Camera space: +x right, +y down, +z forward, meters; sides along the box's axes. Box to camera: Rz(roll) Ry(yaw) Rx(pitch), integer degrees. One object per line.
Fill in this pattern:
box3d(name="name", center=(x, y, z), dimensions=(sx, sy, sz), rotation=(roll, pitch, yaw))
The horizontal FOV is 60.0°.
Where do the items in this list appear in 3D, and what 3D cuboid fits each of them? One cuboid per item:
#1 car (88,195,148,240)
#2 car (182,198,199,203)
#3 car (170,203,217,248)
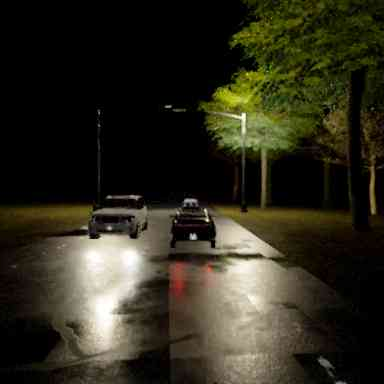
box3d(name="car", center=(-3.578, 1.187, 17.104), dimensions=(2.150, 2.045, 5.566), rotation=(0, 0, 0))
box3d(name="car", center=(-0.150, 1.379, 36.728), dimensions=(2.033, 1.411, 5.357), rotation=(0, 1, -1))
box3d(name="car", center=(0.036, 1.463, 14.767), dimensions=(2.128, 1.511, 4.902), rotation=(0, 0, 0))
